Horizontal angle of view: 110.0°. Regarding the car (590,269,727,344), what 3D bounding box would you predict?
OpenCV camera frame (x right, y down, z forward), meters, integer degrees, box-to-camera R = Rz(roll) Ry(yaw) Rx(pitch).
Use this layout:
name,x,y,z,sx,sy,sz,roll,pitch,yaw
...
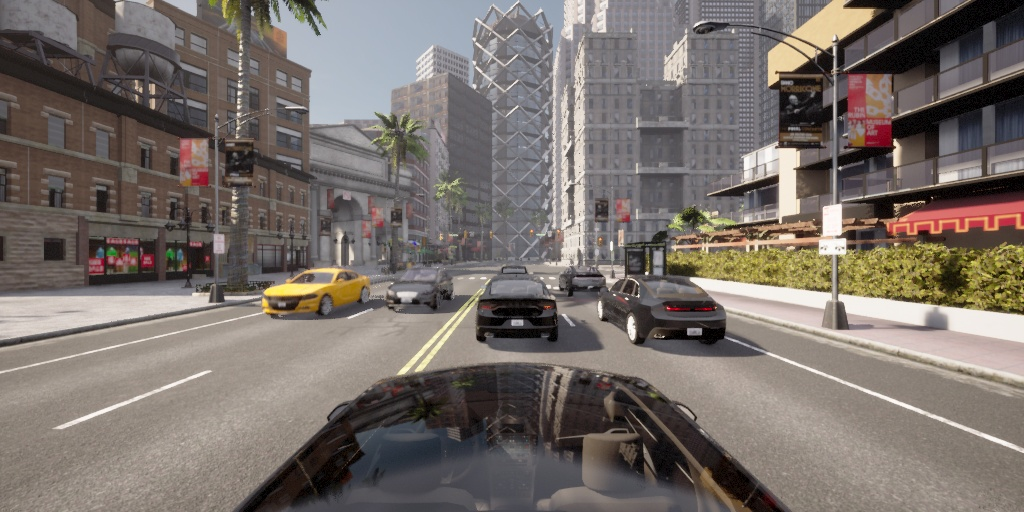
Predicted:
name,x,y,z,sx,sy,sz,roll,pitch,yaw
car,3.611,1.255,9.529,1.837,1.490,4.892,0,0,0

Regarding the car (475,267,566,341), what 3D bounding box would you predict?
name,x,y,z,sx,sy,sz,roll,pitch,yaw
car,0.110,1.228,9.884,1.882,1.535,5.008,0,0,0

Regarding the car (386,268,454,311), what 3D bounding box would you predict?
name,x,y,z,sx,sy,sz,roll,pitch,yaw
car,-3.577,1.241,14.648,2.128,1.511,4.902,0,0,0

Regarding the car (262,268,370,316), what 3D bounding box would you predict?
name,x,y,z,sx,sy,sz,roll,pitch,yaw
car,-7.081,1.227,13.545,1.882,1.535,5.008,0,0,0

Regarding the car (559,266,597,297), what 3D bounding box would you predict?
name,x,y,z,sx,sy,sz,roll,pitch,yaw
car,3.605,1.241,18.934,2.128,1.511,4.902,0,0,0
